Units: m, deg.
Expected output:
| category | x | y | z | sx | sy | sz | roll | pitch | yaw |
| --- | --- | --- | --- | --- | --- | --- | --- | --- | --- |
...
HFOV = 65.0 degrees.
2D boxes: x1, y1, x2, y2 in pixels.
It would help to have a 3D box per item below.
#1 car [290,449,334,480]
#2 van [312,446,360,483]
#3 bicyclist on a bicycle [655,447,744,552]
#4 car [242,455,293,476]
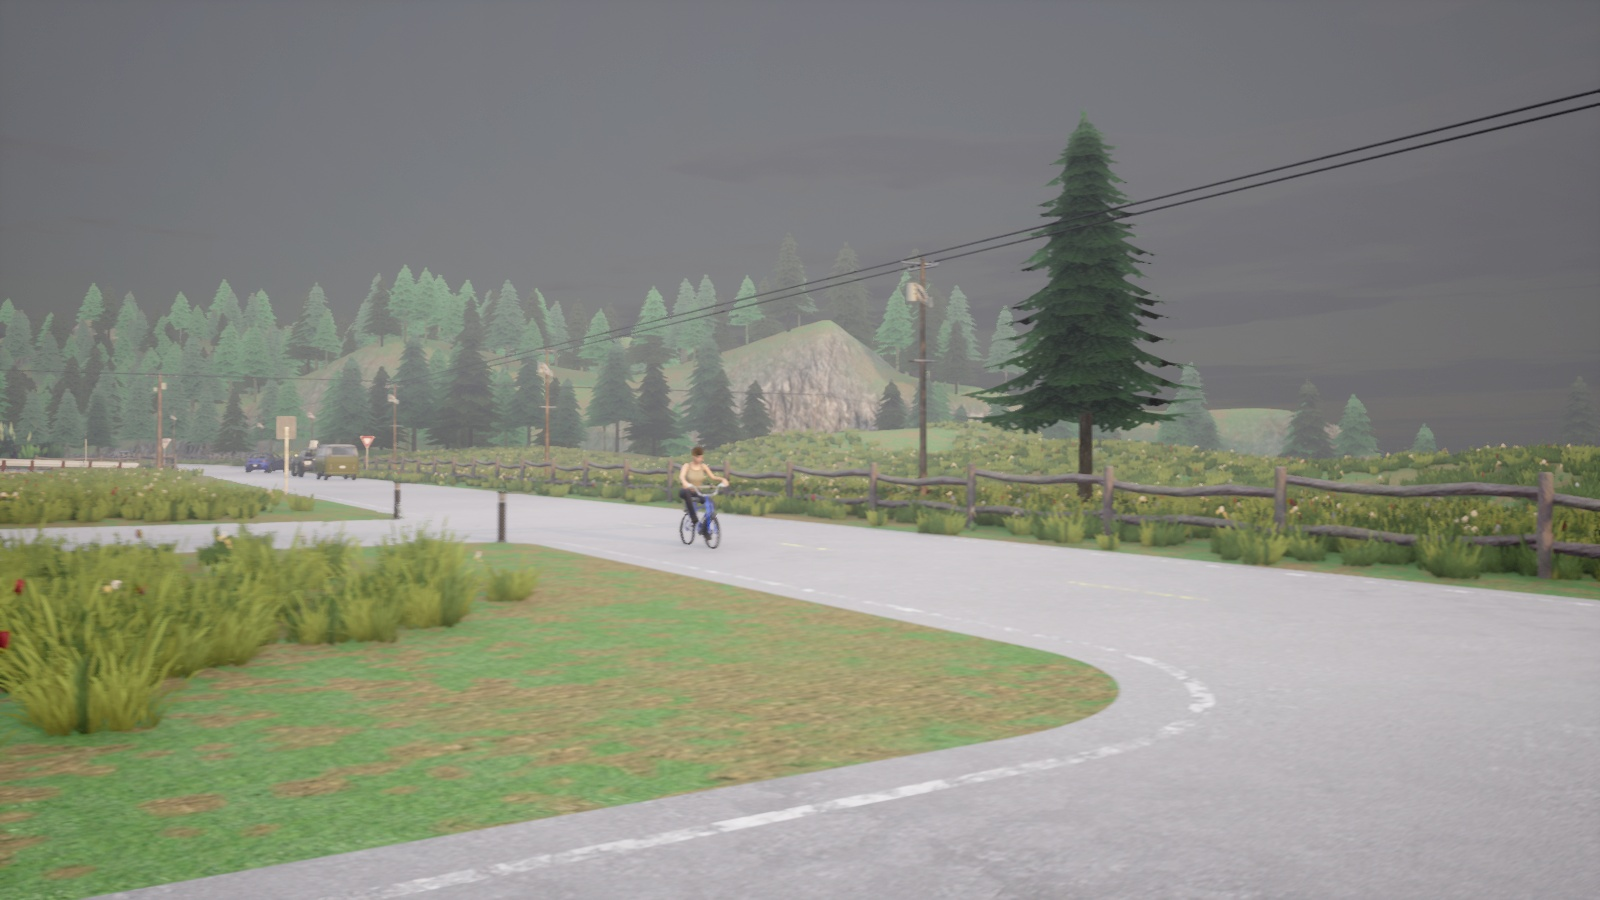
| category | x | y | z | sx | sy | sz | roll | pitch | yaw |
| --- | --- | --- | --- | --- | --- | --- | --- | --- | --- |
| car | -29.974 | 0.865 | 77.056 | 1.932 | 1.855 | 4.605 | 0 | 0 | -29 |
| van | -25.623 | 0.770 | 69.237 | 1.775 | 1.987 | 4.442 | 0 | 0 | -29 |
| bicyclist on a bicycle | -1.623 | 0.760 | 20.051 | 0.866 | 1.612 | 1.509 | 0 | 0 | -29 |
| car | -38.561 | 1.105 | 90.953 | 1.816 | 1.474 | 4.193 | 0 | -1 | 1 |
